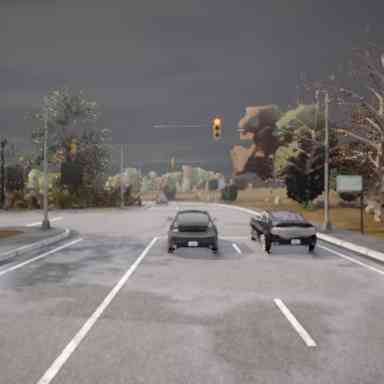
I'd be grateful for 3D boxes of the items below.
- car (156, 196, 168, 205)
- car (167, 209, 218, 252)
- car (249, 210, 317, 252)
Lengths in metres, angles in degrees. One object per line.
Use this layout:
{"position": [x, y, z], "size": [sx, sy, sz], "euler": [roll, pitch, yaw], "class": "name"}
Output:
{"position": [-5.980, 1.667, 66.620], "size": [2.097, 1.767, 4.553], "euler": [0, -1, -10], "class": "car"}
{"position": [0.019, 1.483, 13.697], "size": [1.837, 1.490, 4.892], "euler": [0, 1, 0], "class": "car"}
{"position": [3.548, 1.469, 13.695], "size": [2.128, 1.511, 4.902], "euler": [0, 0, 1], "class": "car"}
